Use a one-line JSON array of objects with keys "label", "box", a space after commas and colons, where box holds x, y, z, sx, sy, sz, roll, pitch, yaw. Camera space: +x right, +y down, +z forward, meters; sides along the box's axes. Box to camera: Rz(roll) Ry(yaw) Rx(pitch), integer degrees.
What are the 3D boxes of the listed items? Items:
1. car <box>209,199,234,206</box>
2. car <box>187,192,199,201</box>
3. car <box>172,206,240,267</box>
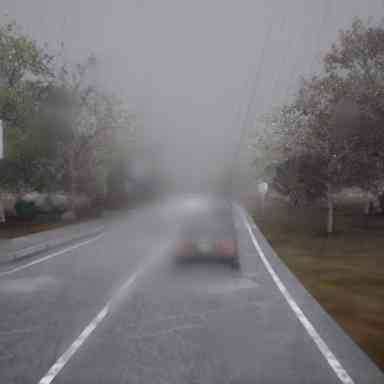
[{"label": "car", "box": [2.259, 1.223, 25.678, 2.033, 1.411, 5.357, 0, 1, 7]}, {"label": "car", "box": [0.140, 0.781, 58.265, 2.128, 1.511, 4.902, 0, 1, -3]}, {"label": "car", "box": [0.576, 1.407, 10.817, 2.033, 1.411, 5.357, 0, 1, 6]}]
